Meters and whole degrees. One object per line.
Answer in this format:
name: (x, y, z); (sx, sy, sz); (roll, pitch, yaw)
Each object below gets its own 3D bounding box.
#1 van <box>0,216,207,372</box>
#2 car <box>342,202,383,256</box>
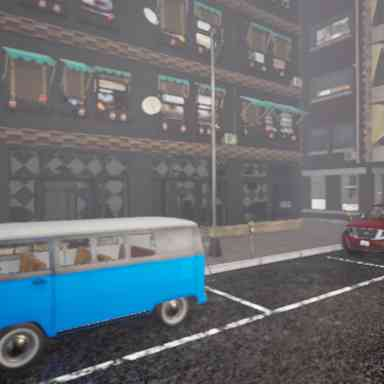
van: (-1.654, 1.337, 5.354); (3.998, 1.788, 1.690); (0, -1, -35)
car: (7.454, 1.282, 11.880); (5.009, 1.841, 2.192); (0, -1, -35)
